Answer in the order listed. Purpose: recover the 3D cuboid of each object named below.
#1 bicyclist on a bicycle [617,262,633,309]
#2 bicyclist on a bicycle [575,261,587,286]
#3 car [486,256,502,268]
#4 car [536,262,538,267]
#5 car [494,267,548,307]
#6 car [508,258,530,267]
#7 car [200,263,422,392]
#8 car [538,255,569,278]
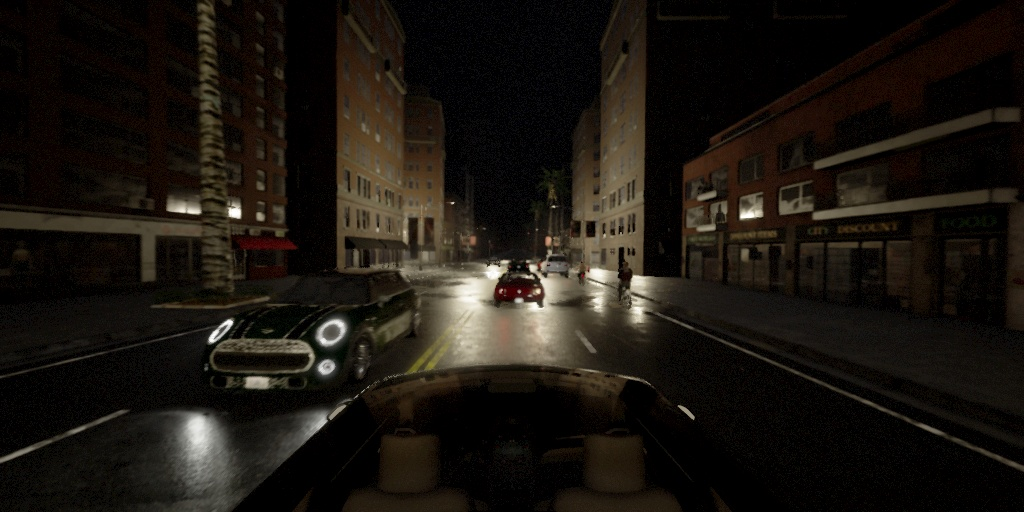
[{"bbox_3d":[4.332,1.105,13.933,0.659,1.776,1.843,0,0,1],"label":"bicyclist on a bicycle"},{"bbox_3d":[4.524,1.144,23.327,0.866,1.612,1.509,0,0,1],"label":"bicyclist on a bicycle"},{"bbox_3d":[-2.443,0.767,48.823,2.128,1.511,4.902,0,0,1],"label":"car"},{"bbox_3d":[3.958,1.177,43.350,1.812,1.442,4.674,0,0,1],"label":"car"},{"bbox_3d":[0.307,1.300,15.072,1.895,1.301,4.718,0,0,1],"label":"car"},{"bbox_3d":[0.653,1.000,34.564,2.097,1.767,4.553,0,0,1],"label":"car"},{"bbox_3d":[-3.285,1.054,6.925,2.097,1.767,4.553,0,0,1],"label":"car"},{"bbox_3d":[3.865,0.899,32.911,2.150,2.045,5.566,0,0,1],"label":"car"}]
